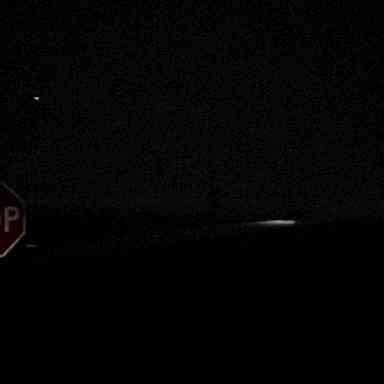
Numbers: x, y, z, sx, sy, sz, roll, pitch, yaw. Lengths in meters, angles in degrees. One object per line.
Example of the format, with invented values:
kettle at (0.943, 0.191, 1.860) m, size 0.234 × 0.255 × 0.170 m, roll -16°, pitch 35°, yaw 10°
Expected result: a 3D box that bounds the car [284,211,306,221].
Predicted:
car at (15.207, 3.511, 49.083) m, size 1.895 × 1.301 × 4.718 m, roll -1°, pitch -3°, yaw 35°
